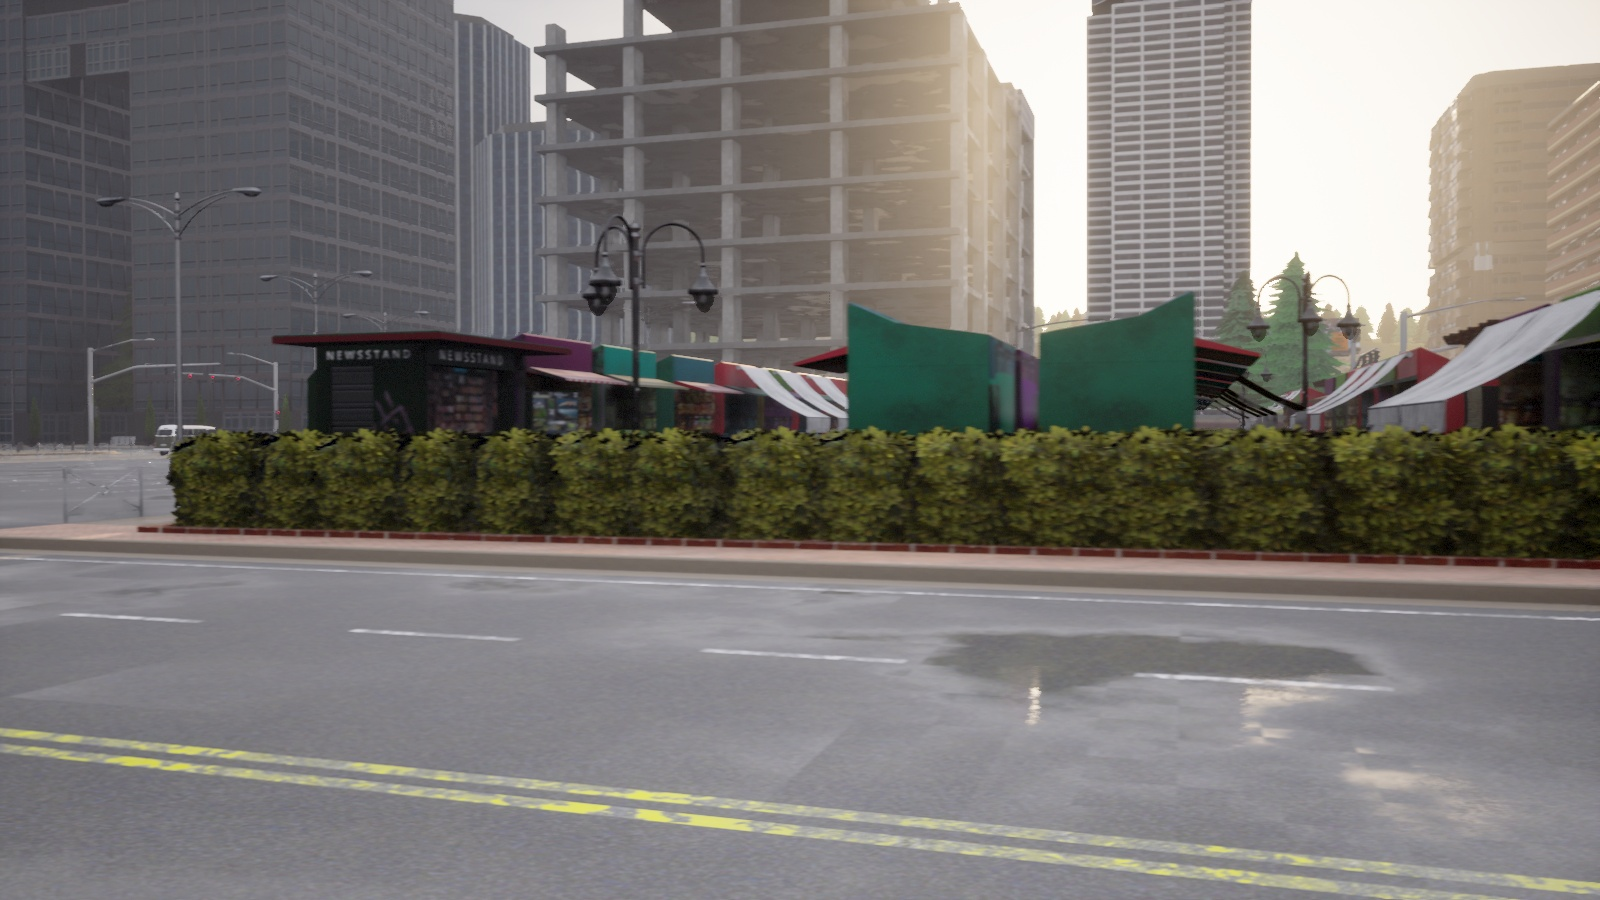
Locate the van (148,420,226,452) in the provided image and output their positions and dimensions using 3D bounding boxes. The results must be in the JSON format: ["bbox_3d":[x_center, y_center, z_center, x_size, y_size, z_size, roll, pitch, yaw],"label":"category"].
[{"bbox_3d":[-40.044,-0.917,82.197,2.069,2.038,4.480,0,1,17],"label":"van"}]
